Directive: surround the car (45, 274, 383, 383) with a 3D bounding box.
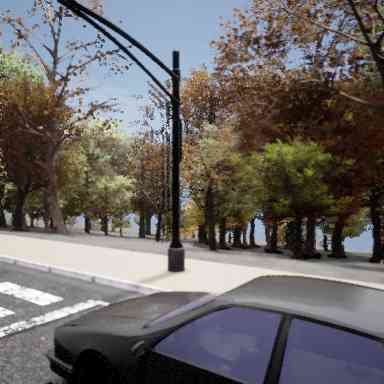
[{"bbox_3d":[0.915,1.557,3.032,5.357,1.411,2.033,-1,0,36],"label":"car"}]
